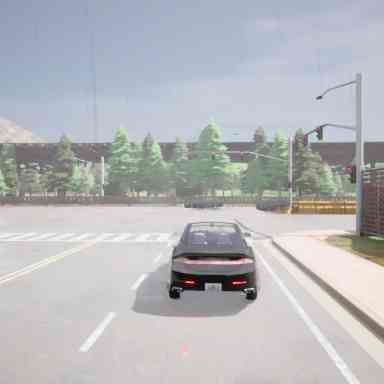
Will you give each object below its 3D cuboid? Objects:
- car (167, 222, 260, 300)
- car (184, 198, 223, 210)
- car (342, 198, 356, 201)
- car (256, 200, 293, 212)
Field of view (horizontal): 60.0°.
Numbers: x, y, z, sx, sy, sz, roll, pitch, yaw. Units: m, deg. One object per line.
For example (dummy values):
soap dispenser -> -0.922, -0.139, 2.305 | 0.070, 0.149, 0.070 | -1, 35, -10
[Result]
car -> 0.510, 1.492, 8.397 | 2.128, 1.511, 4.902 | 0, 0, 3
car -> 1.484, 1.491, 41.881 | 4.902, 1.511, 2.128 | 0, 0, 2
car -> 19.596, 1.525, 41.365 | 4.674, 1.442, 1.812 | 0, 0, 2
car -> 9.384, 1.564, 37.889 | 4.181, 1.385, 1.994 | 0, 0, -3
